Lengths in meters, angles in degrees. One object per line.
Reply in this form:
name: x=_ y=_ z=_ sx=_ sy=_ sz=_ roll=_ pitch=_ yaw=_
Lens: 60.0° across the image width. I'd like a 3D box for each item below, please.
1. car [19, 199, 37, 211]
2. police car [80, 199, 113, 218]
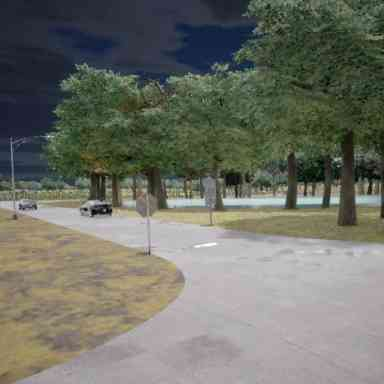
car: x=-23.139 y=1.746 z=46.813 sx=1.837 sy=1.490 sz=4.892 roll=-3 pitch=1 yaw=-35
police car: x=-9.330 y=1.469 z=31.932 sx=1.930 sy=1.638 sz=5.238 roll=-3 pitch=2 yaw=-35
